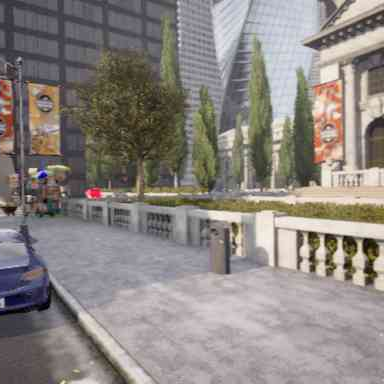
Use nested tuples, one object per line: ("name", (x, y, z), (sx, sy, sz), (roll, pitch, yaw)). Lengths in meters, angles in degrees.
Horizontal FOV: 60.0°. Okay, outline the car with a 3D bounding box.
("car", (-4.180, 1.491, 6.842), (1.812, 1.442, 4.674), (-2, 1, -33))
